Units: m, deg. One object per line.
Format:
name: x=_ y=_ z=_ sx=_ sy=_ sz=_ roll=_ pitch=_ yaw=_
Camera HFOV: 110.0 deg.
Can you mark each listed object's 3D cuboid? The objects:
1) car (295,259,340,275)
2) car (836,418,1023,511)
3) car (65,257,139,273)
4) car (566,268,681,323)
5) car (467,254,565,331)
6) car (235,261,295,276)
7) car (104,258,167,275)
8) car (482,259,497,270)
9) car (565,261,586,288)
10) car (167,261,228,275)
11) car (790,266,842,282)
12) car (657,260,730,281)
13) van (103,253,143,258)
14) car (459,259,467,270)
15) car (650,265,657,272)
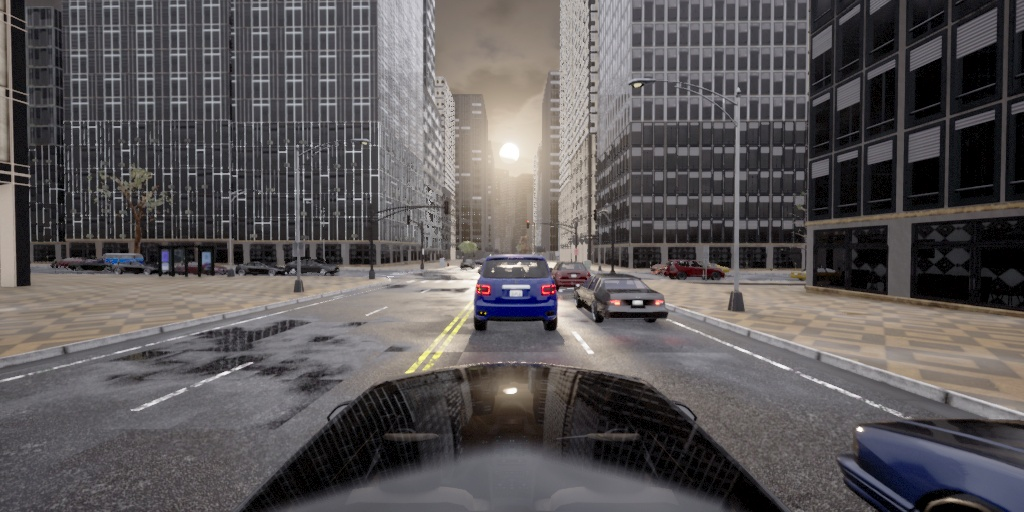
car: x=-19.573 y=1.092 z=35.310 sx=4.892 sy=1.490 sz=1.837 roll=2 pitch=1 yaw=1
car: x=3.343 y=1.298 z=0.192 sx=2.033 sy=1.411 sz=5.357 roll=0 pitch=0 yaw=1
car: x=-40.779 y=0.999 z=35.747 sx=4.718 sy=1.301 sz=1.895 roll=1 pitch=1 yaw=1
car: x=3.349 y=1.292 z=12.085 sx=2.033 sy=1.411 sz=5.357 roll=0 pitch=0 yaw=0
car: x=0.096 y=0.967 z=11.081 sx=2.150 sy=2.045 sz=5.566 roll=0 pitch=0 yaw=0
car: x=-22.738 y=1.172 z=32.667 sx=4.313 sy=1.339 sz=1.948 roll=0 pitch=0 yaw=1
car: x=-34.102 y=1.068 z=32.971 sx=4.313 sy=1.339 sz=1.948 roll=0 pitch=0 yaw=1
car: x=-3.345 y=1.190 z=53.525 sx=1.882 sy=1.535 sz=5.008 roll=0 pitch=0 yaw=0
car: x=3.345 y=1.091 z=21.492 sx=2.097 sy=1.767 sz=4.553 roll=0 pitch=0 yaw=0
car: x=-28.422 y=1.137 z=32.799 sx=4.207 sy=1.307 sz=1.802 roll=0 pitch=0 yaw=1
car: x=27.636 y=1.576 z=31.951 sx=4.829 sy=1.417 sz=1.751 roll=0 pitch=0 yaw=1
car: x=16.187 y=1.267 z=32.146 sx=5.009 sy=1.841 sz=2.192 roll=0 pitch=0 yaw=1
van: x=-45.295 y=0.603 z=41.630 sx=3.998 sy=1.789 sz=1.690 roll=0 pitch=0 yaw=1
car: x=-6.601 y=1.216 z=53.141 sx=1.837 sy=1.490 sz=4.892 roll=0 pitch=0 yaw=0
car: x=17.065 y=1.218 z=37.907 sx=4.553 sy=1.767 sz=2.097 roll=1 pitch=1 yaw=1
